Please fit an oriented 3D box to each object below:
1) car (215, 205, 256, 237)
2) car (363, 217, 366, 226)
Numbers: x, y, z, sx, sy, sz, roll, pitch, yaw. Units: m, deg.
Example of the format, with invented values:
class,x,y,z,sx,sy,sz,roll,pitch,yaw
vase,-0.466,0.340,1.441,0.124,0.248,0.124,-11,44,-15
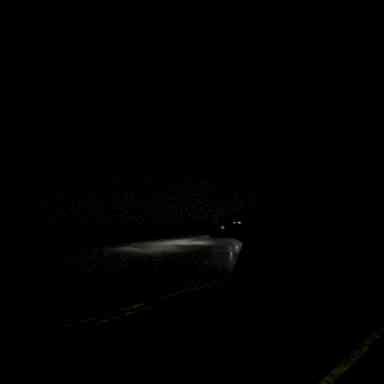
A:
class,x,y,z,sx,sy,sz,roll,pitch,yaw
car,3.262,1.491,18.218,4.902,1.511,2.128,0,0,-45
car,7.288,1.599,17.278,4.718,1.301,1.895,0,0,-45
